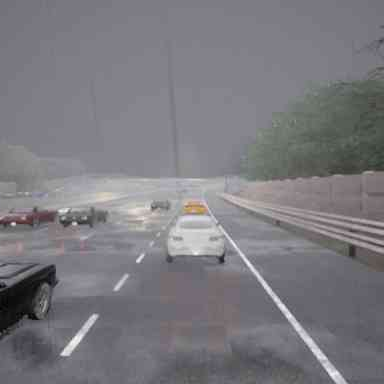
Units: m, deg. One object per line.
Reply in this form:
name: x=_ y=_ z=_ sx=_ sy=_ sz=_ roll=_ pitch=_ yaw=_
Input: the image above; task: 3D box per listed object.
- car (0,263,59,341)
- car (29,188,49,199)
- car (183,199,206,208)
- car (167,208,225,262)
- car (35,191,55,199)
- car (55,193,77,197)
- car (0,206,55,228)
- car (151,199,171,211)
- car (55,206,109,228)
car: x=-3.499 y=1.593 z=4.297 sx=1.895 sy=1.301 sz=4.718 roll=0 pitch=0 yaw=0
car: x=-31.031 y=0.308 z=68.071 sx=2.150 sy=2.045 sz=5.566 roll=0 pitch=1 yaw=1
car: x=0.194 y=1.361 z=29.968 sx=1.882 sy=1.535 sz=5.008 roll=0 pitch=1 yaw=0
car: x=0.131 y=1.506 z=11.880 sx=1.812 sy=1.442 sz=4.674 roll=0 pitch=0 yaw=0
car: x=-24.182 y=0.984 z=56.606 sx=1.895 sy=1.301 sz=4.718 roll=0 pitch=1 yaw=1
car: x=-20.682 y=0.931 z=56.527 sx=2.033 sy=1.411 sz=5.357 roll=0 pitch=1 yaw=1
car: x=-10.351 y=1.552 z=21.528 sx=1.895 sy=1.301 sz=4.718 roll=0 pitch=0 yaw=0
car: x=-3.362 y=1.394 z=36.780 sx=1.895 sy=1.301 sz=4.718 roll=0 pitch=1 yaw=0
car: x=-6.851 y=1.552 z=21.656 sx=1.895 sy=1.301 sz=4.718 roll=0 pitch=0 yaw=0
